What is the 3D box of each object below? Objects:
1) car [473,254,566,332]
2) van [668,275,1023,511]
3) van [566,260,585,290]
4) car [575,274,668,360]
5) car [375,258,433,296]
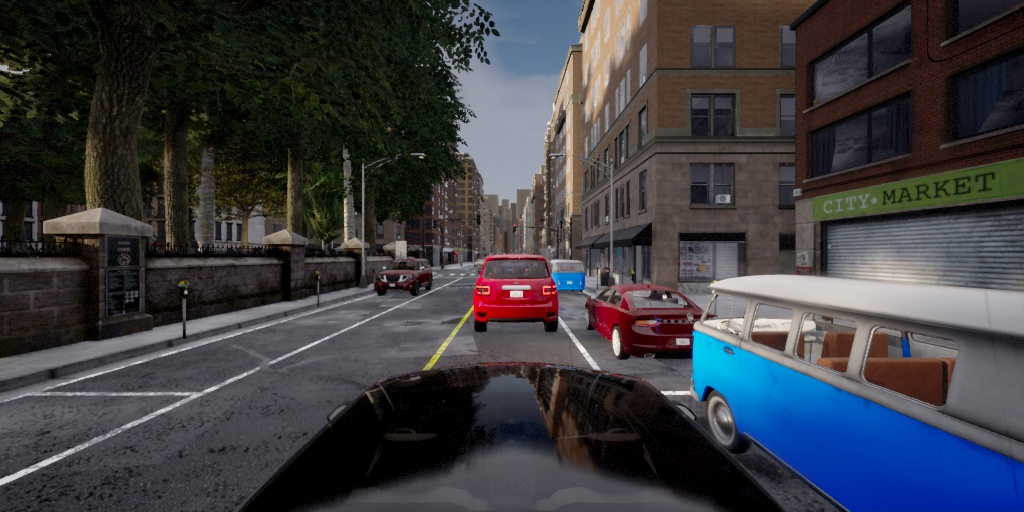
[{"bbox_3d":[0.095,0.970,10.972,2.150,2.045,5.566,0,0,0],"label":"car"},{"bbox_3d":[2.856,1.091,2.553,1.690,1.789,3.998,0,0,0],"label":"van"},{"bbox_3d":[2.851,1.085,19.535,1.690,1.789,3.998,0,0,0],"label":"van"},{"bbox_3d":[2.855,1.294,8.214,1.888,1.381,4.507,0,0,0],"label":"car"},{"bbox_3d":[-5.673,1.059,19.492,2.192,1.841,5.009,0,0,0],"label":"car"}]
